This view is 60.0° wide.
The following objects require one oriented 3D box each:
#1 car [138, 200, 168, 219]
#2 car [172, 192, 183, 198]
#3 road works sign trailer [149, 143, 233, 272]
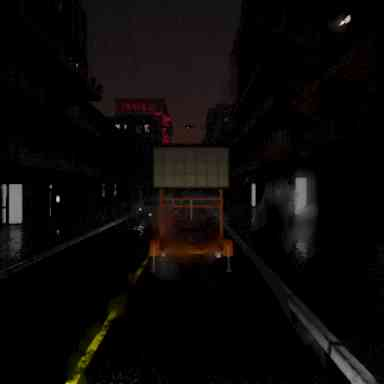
[{"bbox_3d":[-2.904,1.260,25.391,1.895,1.301,4.718,0,1,0],"label":"car"},{"bbox_3d":[-2.913,0.747,65.928,1.812,1.442,4.674,0,1,0],"label":"car"},{"bbox_3d":[-0.022,0.314,10.233,2.380,3.560,2.880,0,1,0],"label":"road works sign trailer"}]
